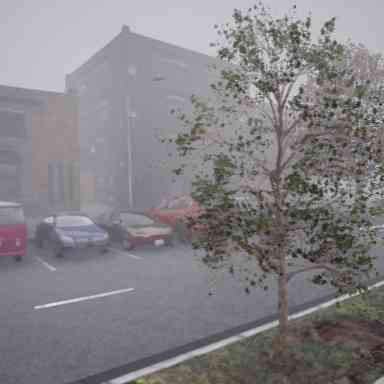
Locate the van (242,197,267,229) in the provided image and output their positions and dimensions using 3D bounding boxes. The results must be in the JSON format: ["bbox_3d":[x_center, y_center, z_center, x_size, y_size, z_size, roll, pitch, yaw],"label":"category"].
[{"bbox_3d":[1.685,1.231,17.862,1.878,1.987,4.442,0,0,-38],"label":"van"}]

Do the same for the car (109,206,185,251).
[{"bbox_3d":[-2.682,1.511,14.564,2.163,1.488,4.792,0,0,-37],"label":"car"}]

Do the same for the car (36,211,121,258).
[{"bbox_3d":[-4.783,1.530,13.005,2.002,1.452,4.674,0,0,-36],"label":"car"}]

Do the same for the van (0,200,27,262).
[{"bbox_3d":[-7.033,1.270,11.484,1.878,1.987,4.442,0,0,-36],"label":"van"}]

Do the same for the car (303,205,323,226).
[{"bbox_3d":[5.959,1.427,21.346,2.231,1.521,4.892,0,0,-38],"label":"car"}]

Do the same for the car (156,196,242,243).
[{"bbox_3d":[-0.563,1.221,16.280,2.435,2.045,5.566,0,0,-38],"label":"car"}]

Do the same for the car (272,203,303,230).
[{"bbox_3d":[3.765,1.317,19.678,2.185,1.767,4.553,0,0,-38],"label":"car"}]
